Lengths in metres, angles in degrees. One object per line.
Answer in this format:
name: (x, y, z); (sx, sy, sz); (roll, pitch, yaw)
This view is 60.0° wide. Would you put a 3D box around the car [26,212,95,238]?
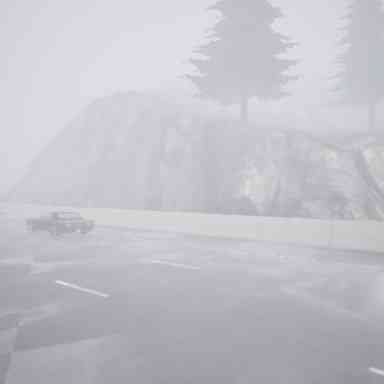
car: (-7.668, 1.764, 19.028); (4.718, 1.301, 1.895); (0, -1, 41)
